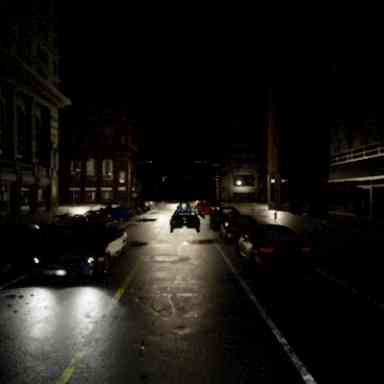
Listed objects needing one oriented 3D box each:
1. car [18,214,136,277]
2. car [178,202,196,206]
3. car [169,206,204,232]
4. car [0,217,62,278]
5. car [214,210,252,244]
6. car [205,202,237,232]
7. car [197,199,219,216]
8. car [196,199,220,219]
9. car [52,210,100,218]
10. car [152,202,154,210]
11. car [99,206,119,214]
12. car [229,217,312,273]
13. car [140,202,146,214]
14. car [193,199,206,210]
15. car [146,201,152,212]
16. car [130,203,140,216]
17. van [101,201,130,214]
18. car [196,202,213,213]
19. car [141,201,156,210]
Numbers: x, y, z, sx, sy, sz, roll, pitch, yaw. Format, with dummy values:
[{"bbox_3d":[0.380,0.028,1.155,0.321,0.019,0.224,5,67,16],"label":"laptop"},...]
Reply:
[{"bbox_3d":[-3.361,1.681,11.047,2.033,1.411,5.357,0,-1,-1],"label":"car"},{"bbox_3d":[-0.927,1.987,38.752,2.033,1.411,5.357,0,-1,-1],"label":"car"},{"bbox_3d":[-0.468,1.845,21.884,1.895,1.301,4.718,0,-1,-1],"label":"car"},{"bbox_3d":[-6.019,1.704,10.580,1.947,1.339,4.313,0,-1,-2],"label":"car"},{"bbox_3d":[2.350,1.755,16.449,1.802,1.307,4.206,0,-1,-2],"label":"car"},{"bbox_3d":[2.197,1.677,22.085,1.967,1.590,4.097,0,-1,-2],"label":"car"},{"bbox_3d":[1.740,1.747,38.986,2.192,1.841,5.009,0,-1,-2],"label":"car"},{"bbox_3d":[1.892,1.681,33.352,2.192,1.841,5.009,0,-1,-2],"label":"car"},{"bbox_3d":[-6.172,1.752,16.214,2.008,1.369,4.403,0,-1,-2],"label":"car"},{"bbox_3d":[-7.084,2.161,50.019,1.947,1.339,4.313,0,-1,-2],"label":"car"},{"bbox_3d":[-6.323,1.847,21.848,1.802,1.307,4.206,0,-1,-2],"label":"car"},{"bbox_3d":[2.502,1.692,10.815,1.802,1.307,4.206,0,-1,-2],"label":"car"},{"bbox_3d":[-6.779,2.042,38.751,1.802,1.307,4.206,0,-1,-2],"label":"car"},{"bbox_3d":[1.285,2.075,55.886,1.967,1.590,4.097,0,-1,-2],"label":"car"},{"bbox_3d":[-6.932,2.093,44.385,1.947,1.339,4.313,0,-1,-2],"label":"car"},{"bbox_3d":[-6.623,1.918,32.947,1.752,1.417,4.829,0,-1,-2],"label":"car"},{"bbox_3d":[-6.477,1.670,27.485,1.690,1.788,3.998,0,-1,-2],"label":"van"},{"bbox_3d":[1.590,2.065,44.617,1.947,1.339,4.313,0,-1,-2],"label":"car"},{"bbox_3d":[-7.236,2.213,55.653,2.008,1.369,4.403,0,-1,-2],"label":"car"}]
